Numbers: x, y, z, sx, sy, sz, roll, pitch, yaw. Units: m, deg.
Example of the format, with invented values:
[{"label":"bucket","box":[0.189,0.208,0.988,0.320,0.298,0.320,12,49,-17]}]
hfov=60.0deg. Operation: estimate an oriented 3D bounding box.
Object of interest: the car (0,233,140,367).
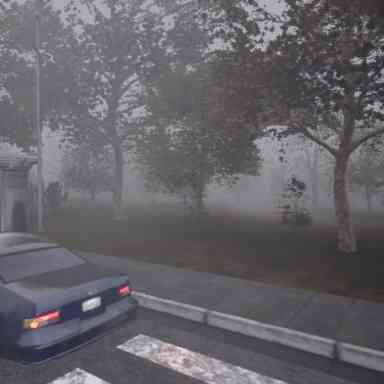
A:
[{"label":"car","box":[-3.359,1.429,5.596,5.357,1.411,2.033,1,1,34]}]
